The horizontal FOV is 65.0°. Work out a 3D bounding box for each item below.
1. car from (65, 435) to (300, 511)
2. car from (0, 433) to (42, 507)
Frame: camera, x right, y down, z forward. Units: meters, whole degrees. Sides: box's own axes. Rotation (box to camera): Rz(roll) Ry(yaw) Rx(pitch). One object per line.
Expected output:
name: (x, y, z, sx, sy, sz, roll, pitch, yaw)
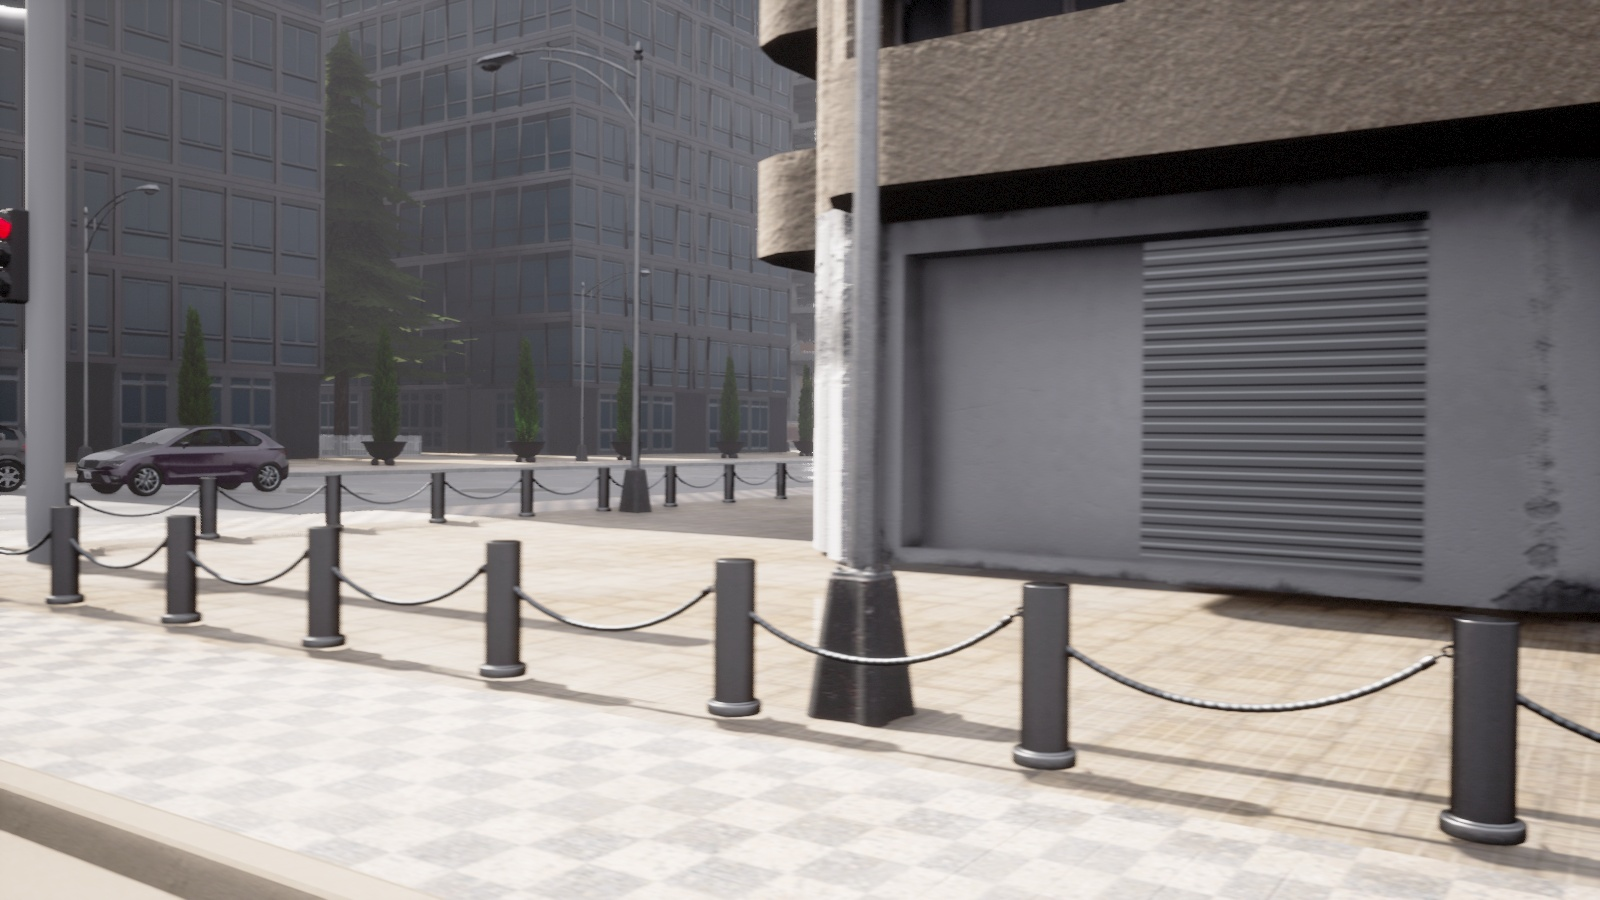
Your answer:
car: (-13.212, 0.439, 27.112, 1.816, 1.474, 4.193, 0, 1, 34)
car: (-18.144, 0.456, 26.050, 1.789, 1.549, 3.705, 0, 2, 34)
